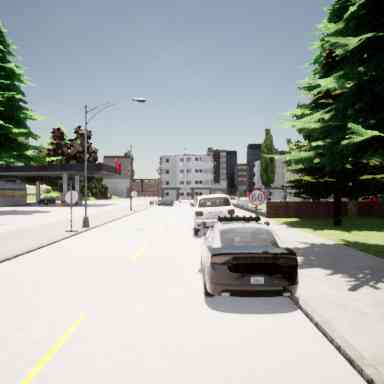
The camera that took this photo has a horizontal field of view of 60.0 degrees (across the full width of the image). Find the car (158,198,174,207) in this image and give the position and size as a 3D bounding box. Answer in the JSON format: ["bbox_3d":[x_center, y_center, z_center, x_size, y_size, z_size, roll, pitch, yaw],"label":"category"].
[{"bbox_3d":[-3.935,1.562,50.478,1.994,1.385,4.181,0,0,3],"label":"car"}]

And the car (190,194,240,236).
[{"bbox_3d":[1.134,1.173,18.634,2.150,2.045,5.566,-3,0,0],"label":"car"}]

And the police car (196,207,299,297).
[{"bbox_3d":[1.202,1.425,8.714,1.930,1.638,5.238,0,0,0],"label":"police car"}]

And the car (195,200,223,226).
[{"bbox_3d":[1.187,1.455,24.794,1.801,1.575,5.366,0,0,0],"label":"car"}]

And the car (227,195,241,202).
[{"bbox_3d":[11.115,1.669,87.407,2.038,1.542,4.974,0,0,30],"label":"car"}]

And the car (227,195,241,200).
[{"bbox_3d":[11.090,1.512,87.362,1.853,1.218,4.536,0,0,30],"label":"car"}]

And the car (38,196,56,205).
[{"bbox_3d":[-23.928,1.410,54.792,1.845,1.501,3.633,0,0,0],"label":"car"}]

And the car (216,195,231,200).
[{"bbox_3d":[8.319,1.426,87.751,3.633,1.501,1.845,0,0,11],"label":"car"}]
